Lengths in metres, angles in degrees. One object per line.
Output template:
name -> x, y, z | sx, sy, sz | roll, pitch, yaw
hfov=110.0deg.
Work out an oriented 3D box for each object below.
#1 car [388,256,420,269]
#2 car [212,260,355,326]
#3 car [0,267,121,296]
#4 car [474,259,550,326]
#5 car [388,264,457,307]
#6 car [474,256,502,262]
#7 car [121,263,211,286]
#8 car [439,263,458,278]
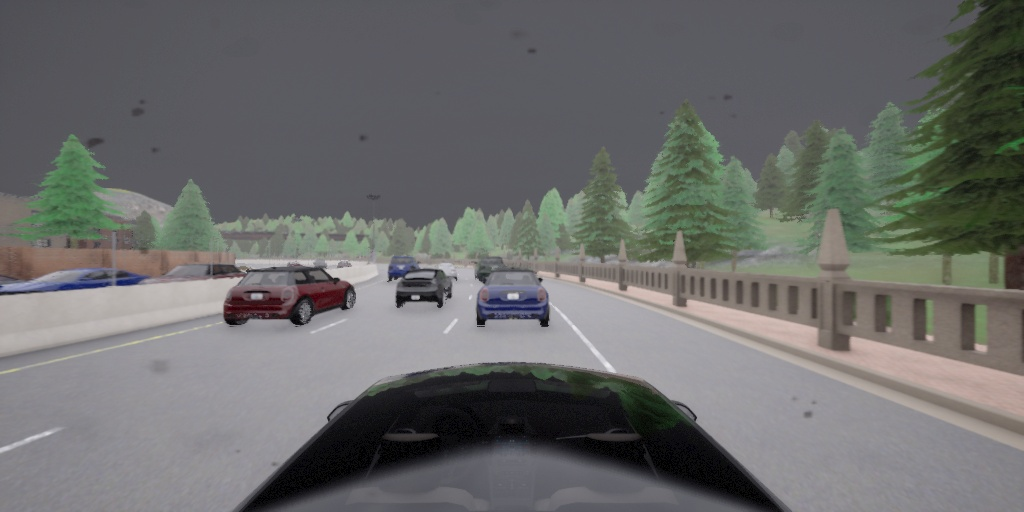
car -> -9.021, 1.022, 30.087 | 2.150, 2.045, 5.566 | 0, 0, -11
car -> -7.015, 1.121, 11.913 | 2.097, 1.767, 4.553 | 0, 0, -1
car -> -17.860, 1.251, 14.818 | 1.882, 1.535, 5.008 | 0, 0, -4
car -> -0.017, 1.121, 11.923 | 2.097, 1.767, 4.553 | 0, 0, -1
car -> -3.689, 1.280, 15.616 | 1.837, 1.490, 4.892 | 0, 0, -3
car -> -1.917, 1.022, 30.157 | 2.150, 2.045, 5.566 | 0, 0, -10
car -> -14.488, 1.128, 16.513 | 2.097, 1.767, 4.553 | 0, 0, -5
car -> -5.915, 1.330, 31.995 | 1.812, 1.442, 4.674 | 0, 0, -12
